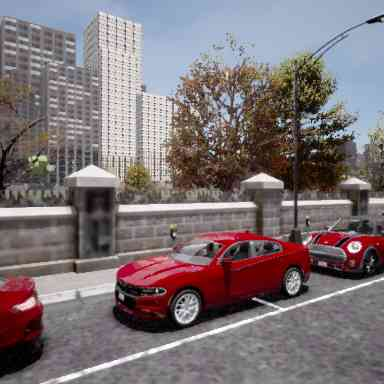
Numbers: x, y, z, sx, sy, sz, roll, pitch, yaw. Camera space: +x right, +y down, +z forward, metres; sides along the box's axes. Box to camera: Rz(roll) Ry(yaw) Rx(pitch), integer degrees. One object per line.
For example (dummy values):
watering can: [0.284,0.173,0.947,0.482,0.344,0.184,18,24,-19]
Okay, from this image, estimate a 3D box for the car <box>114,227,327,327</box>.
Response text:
car: [0.620,1.546,7.002,4.507,1.381,1.887,0,0,-35]

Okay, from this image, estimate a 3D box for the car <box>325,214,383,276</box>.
car: [5.203,1.448,10.270,4.097,1.590,1.967,0,0,-35]

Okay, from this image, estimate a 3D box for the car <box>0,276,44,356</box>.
car: [-3.962,1.581,3.733,4.206,1.307,1.802,0,0,-35]
